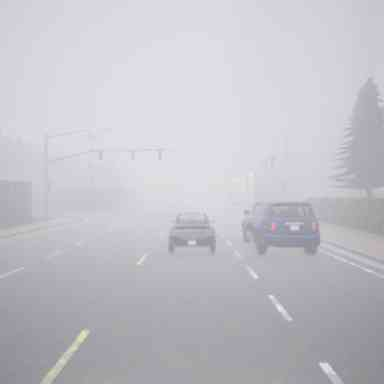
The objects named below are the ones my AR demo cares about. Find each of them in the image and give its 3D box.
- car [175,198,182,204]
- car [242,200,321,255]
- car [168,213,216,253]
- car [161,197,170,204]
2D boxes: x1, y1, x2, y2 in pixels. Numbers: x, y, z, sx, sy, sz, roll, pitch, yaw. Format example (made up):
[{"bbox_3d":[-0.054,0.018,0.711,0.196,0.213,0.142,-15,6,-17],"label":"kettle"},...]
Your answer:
[{"bbox_3d":[-3.473,2.351,87.156,2.033,1.411,5.357,0,-1,0],"label":"car"},{"bbox_3d":[3.506,1.348,14.027,2.150,2.045,5.566,0,0,0],"label":"car"},{"bbox_3d":[0.010,1.627,14.294,2.128,1.511,4.902,0,0,0],"label":"car"},{"bbox_3d":[-6.973,2.167,87.189,2.097,1.767,4.553,0,-1,0],"label":"car"}]
